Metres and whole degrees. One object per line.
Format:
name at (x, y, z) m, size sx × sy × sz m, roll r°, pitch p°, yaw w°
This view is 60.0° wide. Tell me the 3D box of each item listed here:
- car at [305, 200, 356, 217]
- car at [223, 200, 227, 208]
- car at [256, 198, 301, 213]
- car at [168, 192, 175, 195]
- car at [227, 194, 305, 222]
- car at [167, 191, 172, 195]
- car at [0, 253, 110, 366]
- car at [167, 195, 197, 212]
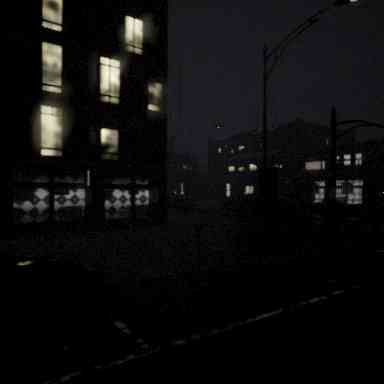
car at (12.040, 1.375, 29.377) m, size 1.887 × 1.381 × 4.507 m, roll 1°, pitch 0°, yaw -36°
car at (5.472, 1.133, 38.315) m, size 1.967 × 1.590 × 4.097 m, roll 1°, pitch 0°, yaw -36°
car at (8.755, 1.344, 33.845) m, size 1.802 × 1.307 × 4.206 m, roll 1°, pitch 0°, yaw -36°
car at (-1.098, 1.103, 47.252) m, size 2.008 × 1.369 × 4.403 m, roll 1°, pitch 0°, yaw -36°
car at (5.293, 1.103, 24.414) m, size 2.192 × 1.841 × 5.009 m, roll 1°, pitch 0°, yaw -36°
car at (-4.377, 0.796, 51.720) m, size 2.192 × 1.841 × 5.009 m, roll 1°, pitch 0°, yaw -36°
car at (-3.225, 1.566, 4.254) m, size 4.313 × 1.339 × 1.947 m, roll 0°, pitch 0°, yaw -36°
car at (-1.282, 1.232, 33.351) m, size 1.802 × 1.307 × 4.206 m, roll 1°, pitch 0°, yaw -36°
